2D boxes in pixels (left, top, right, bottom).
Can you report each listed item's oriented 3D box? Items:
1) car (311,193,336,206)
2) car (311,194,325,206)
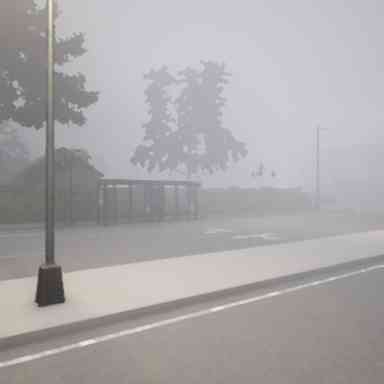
[{"bbox_3d":[20.376,1.140,53.748,2.150,2.045,5.566,0,0,-34],"label":"car"},{"bbox_3d":[17.577,1.445,51.617,1.812,1.442,4.674,0,0,-34],"label":"car"}]
